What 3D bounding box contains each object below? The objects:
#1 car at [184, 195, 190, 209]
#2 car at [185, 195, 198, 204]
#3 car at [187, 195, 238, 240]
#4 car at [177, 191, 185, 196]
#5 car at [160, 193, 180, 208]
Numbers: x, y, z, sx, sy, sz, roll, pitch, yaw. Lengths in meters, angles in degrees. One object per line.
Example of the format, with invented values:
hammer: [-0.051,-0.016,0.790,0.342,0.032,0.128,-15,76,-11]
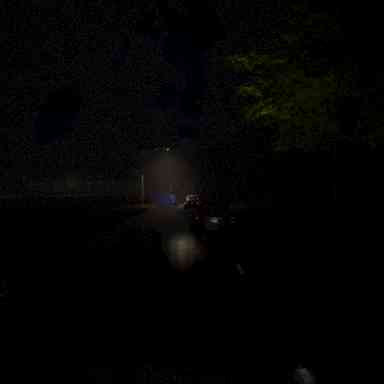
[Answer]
car: [0.020,1.227,38.356,2.033,1.411,5.357,0,1,0]
car: [-0.031,1.146,51.119,1.895,1.301,4.718,0,1,0]
car: [0.952,1.227,16.193,2.097,1.767,4.553,0,0,0]
car: [-2.802,0.428,87.241,1.895,1.301,4.718,0,1,0]
car: [-2.866,1.129,41.210,1.882,1.535,5.008,0,1,0]
